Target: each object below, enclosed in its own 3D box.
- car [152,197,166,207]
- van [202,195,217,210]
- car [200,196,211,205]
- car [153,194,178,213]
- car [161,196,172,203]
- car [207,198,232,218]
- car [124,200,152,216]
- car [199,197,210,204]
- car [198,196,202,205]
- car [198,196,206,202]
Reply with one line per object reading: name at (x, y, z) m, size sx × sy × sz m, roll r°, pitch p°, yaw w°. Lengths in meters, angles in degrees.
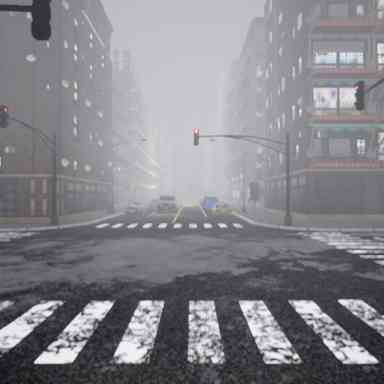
car at (-5.404, 1.616, 55.201) m, size 1.752 × 1.417 × 4.829 m, roll 1°, pitch 0°, yaw 0°
van at (2.530, 1.408, 44.133) m, size 1.690 × 1.788 × 3.998 m, roll 1°, pitch 0°, yaw 0°
car at (2.467, 1.544, 61.098) m, size 1.967 × 1.590 × 4.097 m, roll 1°, pitch 0°, yaw 0°
car at (-2.818, 1.321, 38.296) m, size 2.150 × 2.045 × 5.566 m, roll 0°, pitch 2°, yaw 0°
car at (-5.435, 1.681, 72.345) m, size 2.008 × 1.369 × 4.403 m, roll 1°, pitch 0°, yaw 0°
car at (2.650, 1.567, 30.299) m, size 1.752 × 1.417 × 4.829 m, roll 1°, pitch 0°, yaw 0°
car at (-5.494, 1.596, 32.740) m, size 2.008 × 1.369 × 4.403 m, roll 1°, pitch 0°, yaw 0°
car at (2.455, 1.668, 66.754) m, size 2.008 × 1.369 × 4.403 m, roll 1°, pitch 0°, yaw 0°
car at (2.488, 1.394, 49.786) m, size 2.192 × 1.841 × 5.009 m, roll 1°, pitch 0°, yaw 0°
car at (2.425, 1.707, 83.722) m, size 1.887 × 1.381 × 4.507 m, roll 1°, pitch 0°, yaw 0°
